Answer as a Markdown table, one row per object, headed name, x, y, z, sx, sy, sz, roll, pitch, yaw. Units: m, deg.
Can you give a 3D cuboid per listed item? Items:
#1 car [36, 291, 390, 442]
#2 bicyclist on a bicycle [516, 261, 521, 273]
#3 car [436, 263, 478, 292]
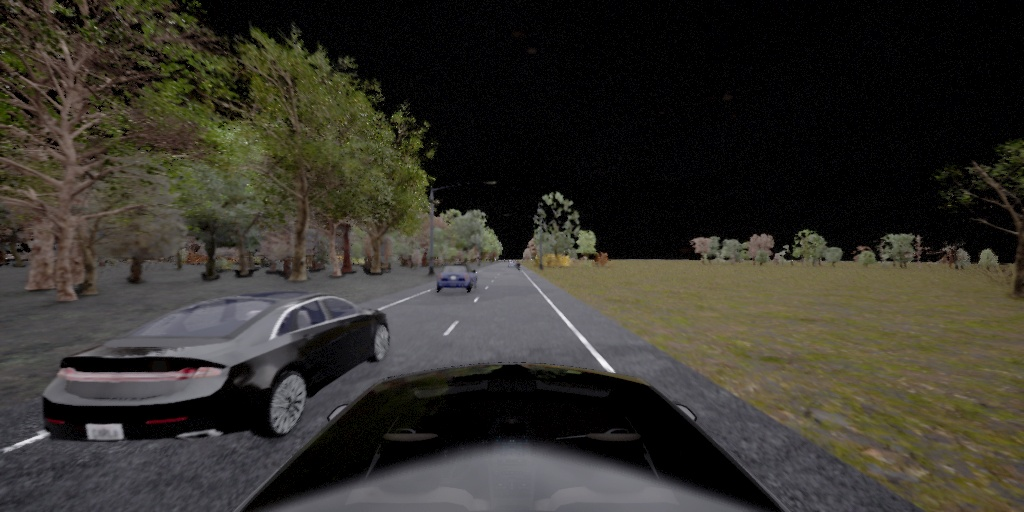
| name | x | y | z | sx | sy | sz | roll | pitch | yaw |
| --- | --- | --- | --- | --- | --- | --- | --- | --- | --- |
| car | -3.398 | 1.275 | 5.420 | 2.128 | 1.511 | 4.902 | 0 | -1 | 0 |
| bicyclist on a bicycle | 0.968 | 1.554 | 50.162 | 0.659 | 1.776 | 1.843 | 0 | 0 | 0 |
| car | -3.400 | 1.291 | 22.955 | 2.097 | 1.767 | 4.553 | 0 | -1 | 0 |
